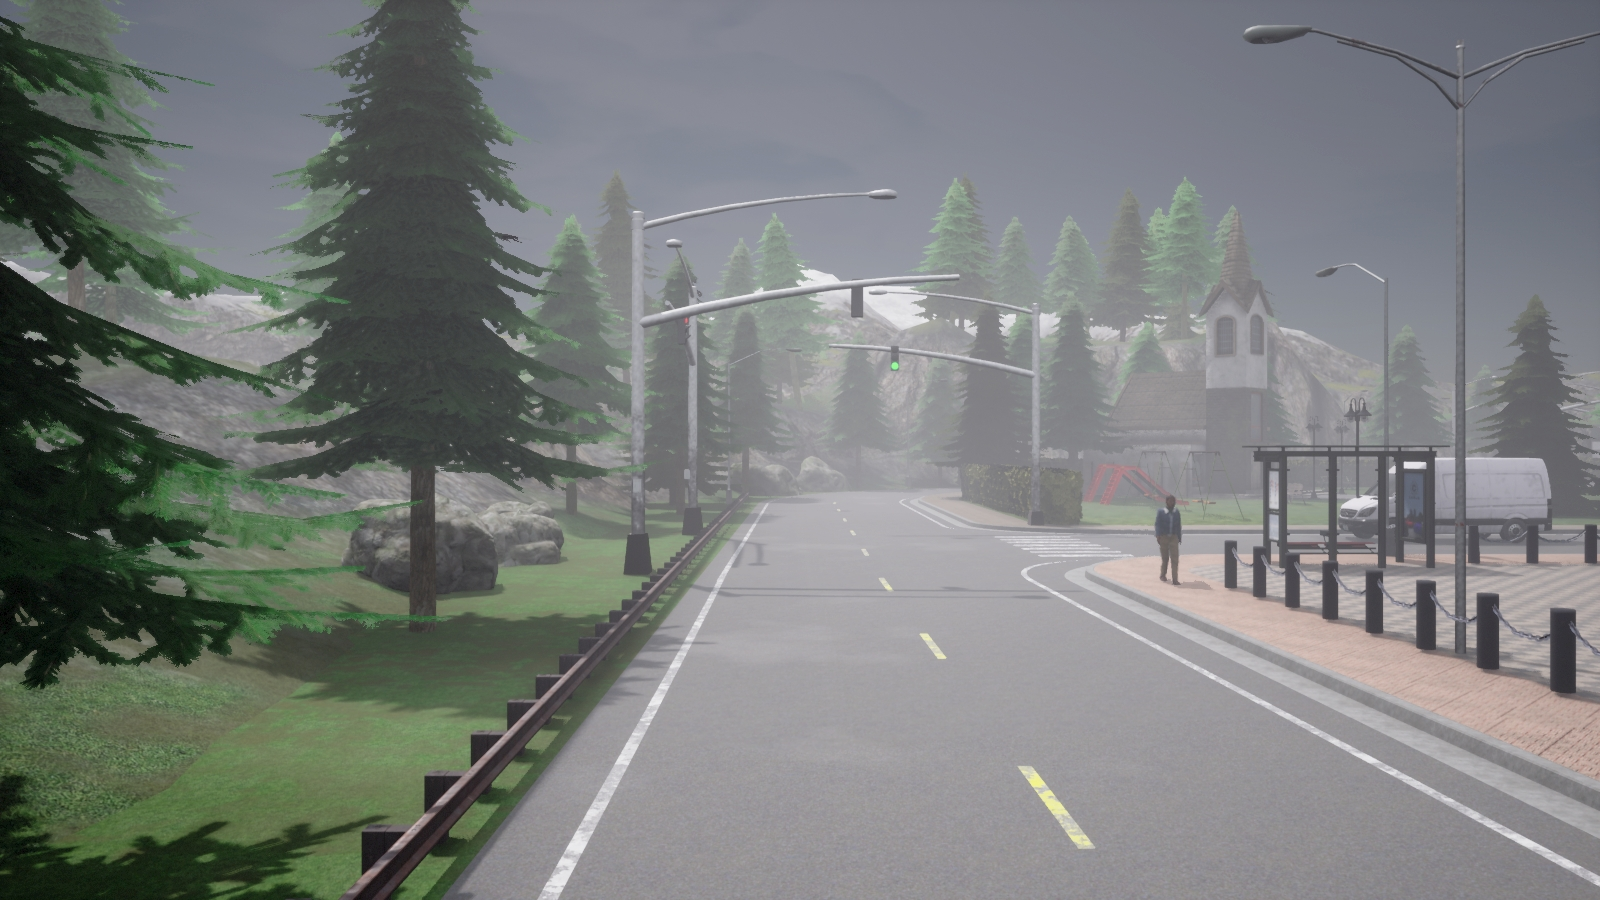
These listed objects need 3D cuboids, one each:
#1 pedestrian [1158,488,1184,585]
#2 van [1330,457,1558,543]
[{"bbox_3d":[7.279,1.691,22.423,0.375,1.860,0.375,0,0,0],"label":"pedestrian"},{"bbox_3d":[19.746,1.515,35.223,5.915,2.561,1.988,0,0,0],"label":"van"}]
